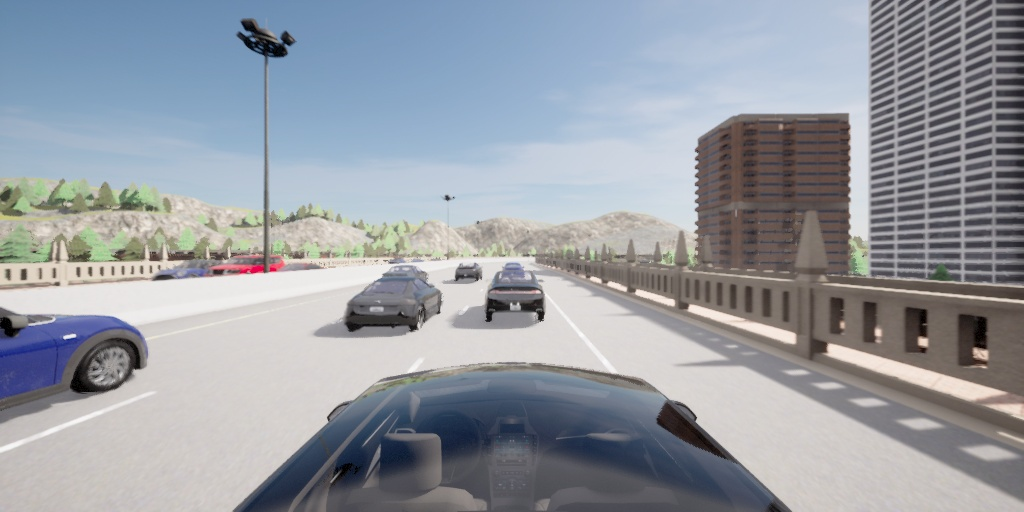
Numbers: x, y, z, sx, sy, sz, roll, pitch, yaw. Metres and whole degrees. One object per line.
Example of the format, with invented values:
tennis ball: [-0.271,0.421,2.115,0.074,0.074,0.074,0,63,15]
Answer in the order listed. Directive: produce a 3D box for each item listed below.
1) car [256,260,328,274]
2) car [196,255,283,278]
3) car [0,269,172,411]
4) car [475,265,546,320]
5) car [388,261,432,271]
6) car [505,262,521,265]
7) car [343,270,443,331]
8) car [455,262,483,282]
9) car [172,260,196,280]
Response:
car: [-14.101,1.208,23.751,1.882,1.535,5.008,0,0,0]
car: [-17.602,0.951,24.117,2.150,2.045,5.566,0,0,0]
car: [-6.903,1.100,3.846,2.097,1.767,4.553,0,0,0]
car: [0.098,1.232,12.482,2.128,1.511,4.902,0,0,0]
car: [-6.903,1.278,23.474,2.033,1.411,5.357,0,0,0]
car: [0.084,1.250,29.881,1.812,1.442,4.674,0,0,0]
car: [-3.401,1.305,11.032,1.994,1.385,4.181,0,0,0]
car: [-3.403,1.217,28.852,2.128,1.511,4.902,0,0,0]
car: [-21.100,1.082,23.934,2.097,1.767,4.553,0,0,0]
